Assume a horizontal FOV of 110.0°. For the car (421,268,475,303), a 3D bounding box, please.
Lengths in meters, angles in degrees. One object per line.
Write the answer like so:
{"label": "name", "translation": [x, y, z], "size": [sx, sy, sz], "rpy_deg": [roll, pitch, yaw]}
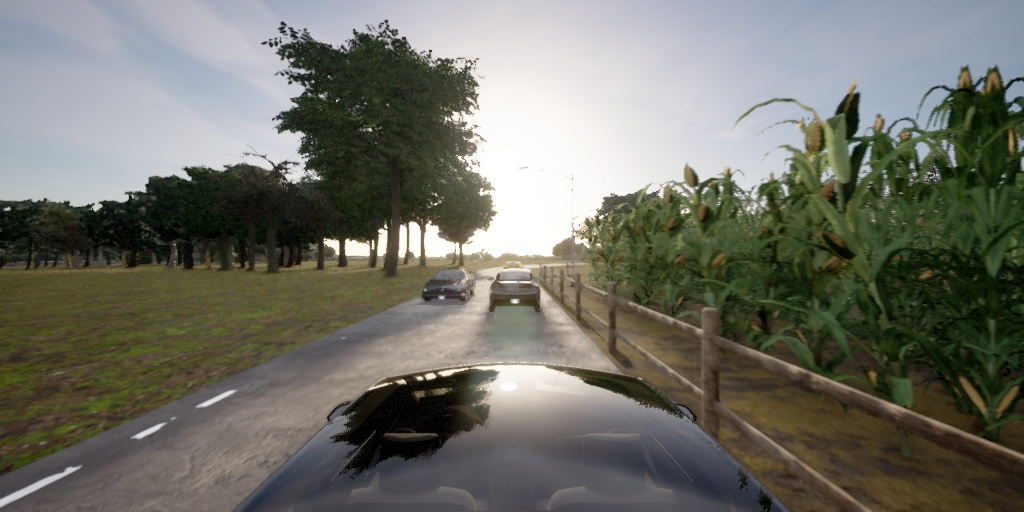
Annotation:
{"label": "car", "translation": [-2.842, 1.306, 17.156], "size": [2.033, 1.411, 5.357], "rpy_deg": [0, 0, 0]}

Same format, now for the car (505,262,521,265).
{"label": "car", "translation": [0.107, 1.240, 32.704], "size": [1.882, 1.535, 5.008], "rpy_deg": [0, 0, 0]}

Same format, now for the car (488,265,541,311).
{"label": "car", "translation": [0.102, 1.262, 14.397], "size": [1.837, 1.490, 4.892], "rpy_deg": [0, 0, 0]}
